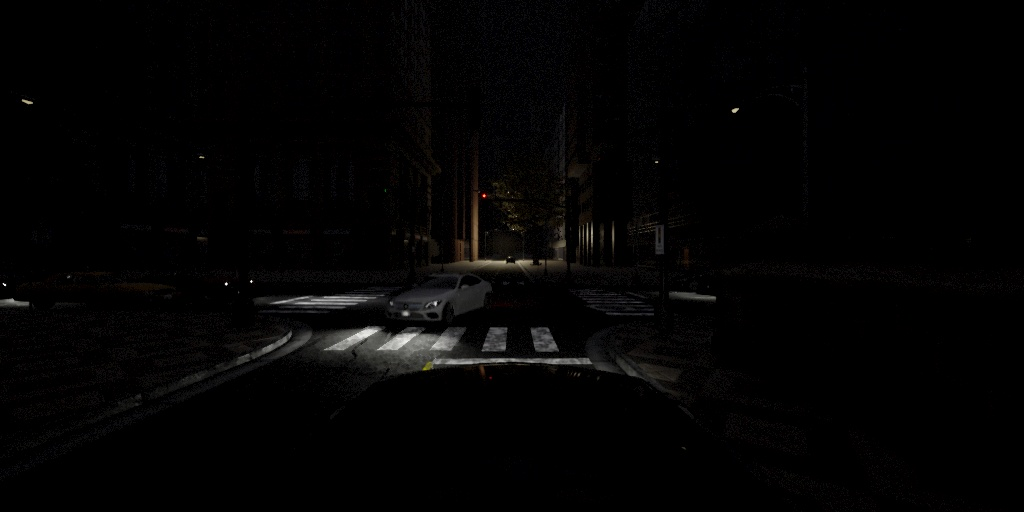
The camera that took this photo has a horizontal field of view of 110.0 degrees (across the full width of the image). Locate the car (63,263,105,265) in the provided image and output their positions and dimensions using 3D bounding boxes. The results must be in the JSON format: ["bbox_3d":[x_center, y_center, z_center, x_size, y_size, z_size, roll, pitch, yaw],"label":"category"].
[{"bbox_3d":[-26.375,1.065,21.643,4.313,1.339,1.948,0,0,0],"label":"car"}]

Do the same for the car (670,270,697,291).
[{"bbox_3d":[11.860,1.381,21.550,4.403,1.370,2.007,0,0,0],"label":"car"}]

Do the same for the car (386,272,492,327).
[{"bbox_3d":[-2.122,1.273,11.833,1.812,1.442,4.674,-1,0,19],"label":"car"}]

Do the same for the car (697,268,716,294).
[{"bbox_3d":[12.681,1.362,18.890,4.674,1.442,1.812,0,0,0],"label":"car"}]

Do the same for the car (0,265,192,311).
[{"bbox_3d":[-14.975,1.146,13.089,4.829,1.417,1.751,0,0,0],"label":"car"}]

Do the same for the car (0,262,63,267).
[{"bbox_3d":[-23.858,1.076,15.773,5.357,1.411,2.033,1,0,0],"label":"car"}]

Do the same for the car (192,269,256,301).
[{"bbox_3d":[-14.114,1.231,15.748,4.718,1.301,1.895,1,0,0],"label":"car"}]
